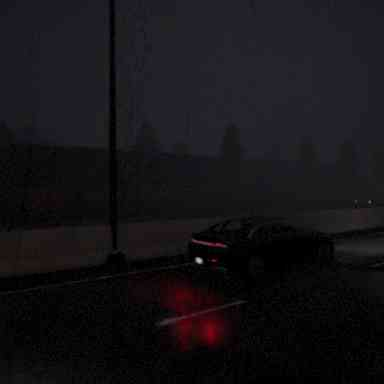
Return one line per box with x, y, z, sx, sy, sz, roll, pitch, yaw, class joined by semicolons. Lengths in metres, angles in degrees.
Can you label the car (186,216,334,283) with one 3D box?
2.138;1.456;9.571;4.902;1.511;2.128;0;0;-35;car
